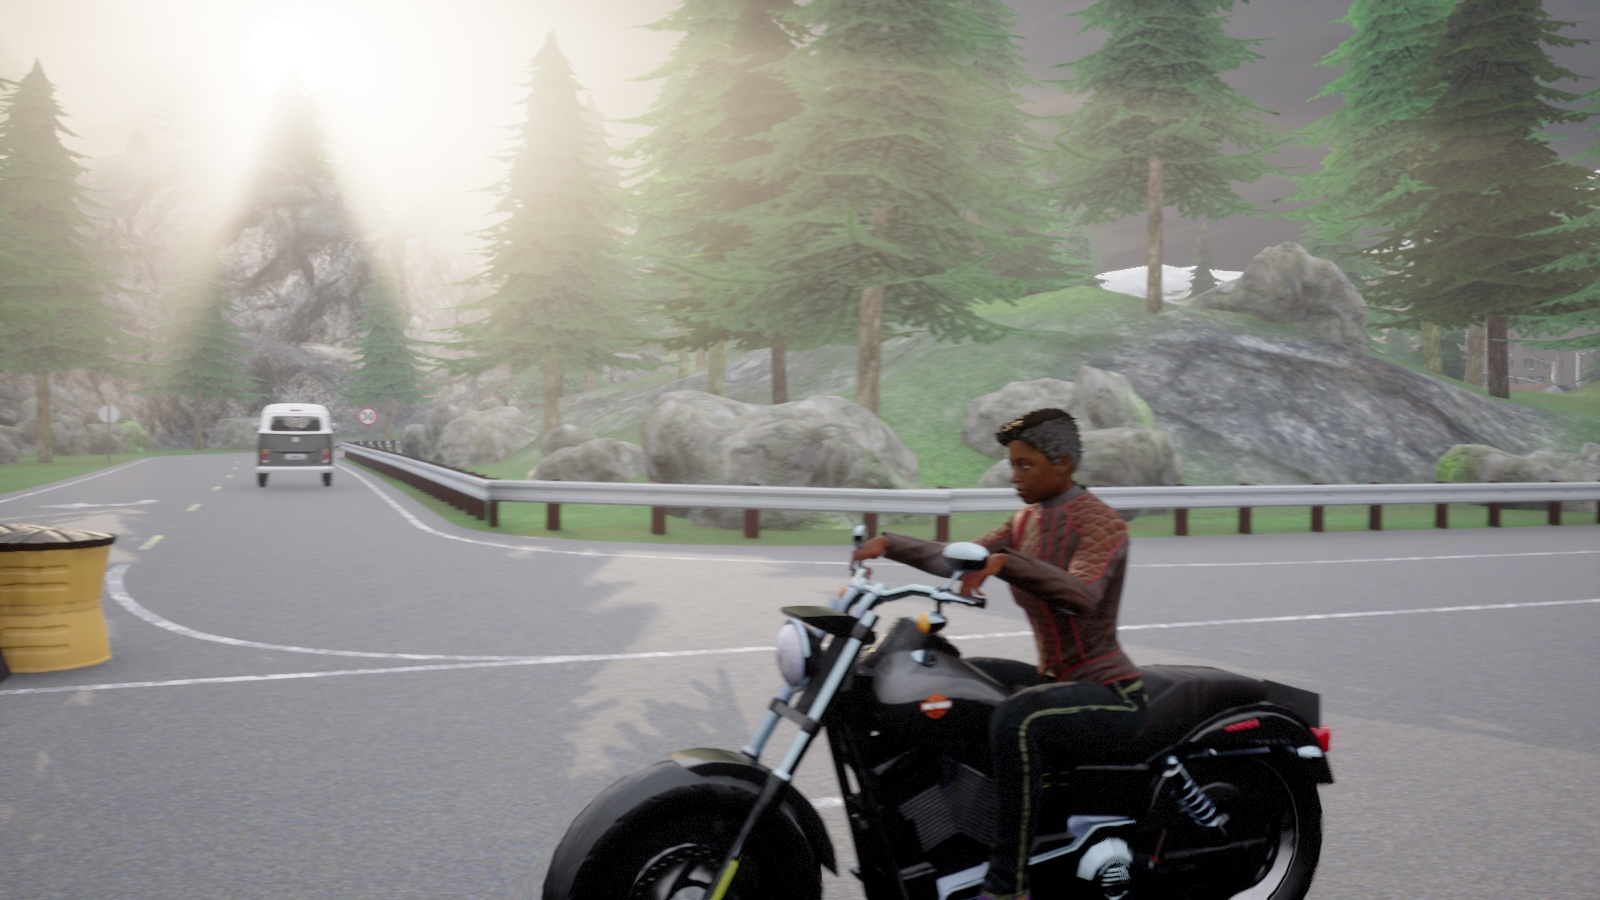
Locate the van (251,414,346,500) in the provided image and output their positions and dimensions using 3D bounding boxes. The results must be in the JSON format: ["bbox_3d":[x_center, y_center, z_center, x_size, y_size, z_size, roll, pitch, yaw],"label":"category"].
[{"bbox_3d":[-12.852,0.132,32.199,2.069,2.038,4.480,-1,1,-22],"label":"van"}]

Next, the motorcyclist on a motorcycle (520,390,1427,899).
[{"bbox_3d":[0.501,0.681,3.429,2.350,1.649,0.766,-1,1,-21],"label":"motorcyclist on a motorcycle"}]
